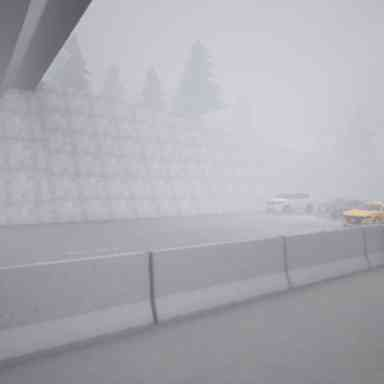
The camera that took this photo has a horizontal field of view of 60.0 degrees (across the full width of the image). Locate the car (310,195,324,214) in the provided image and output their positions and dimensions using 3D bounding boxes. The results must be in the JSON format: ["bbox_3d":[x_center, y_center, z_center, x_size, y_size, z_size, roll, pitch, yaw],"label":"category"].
[{"bbox_3d":[13.357,1.270,30.186,4.902,1.511,2.128,0,1,-34],"label":"car"}]

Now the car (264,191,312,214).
[{"bbox_3d":[9.374,0.974,31.701,5.566,2.045,2.150,0,1,-34],"label":"car"}]

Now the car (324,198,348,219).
[{"bbox_3d":[12.509,1.322,25.363,4.892,1.490,1.837,0,1,-34],"label":"car"}]

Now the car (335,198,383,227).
[{"bbox_3d":[11.115,1.335,20.159,5.008,1.535,1.882,0,1,-35],"label":"car"}]
